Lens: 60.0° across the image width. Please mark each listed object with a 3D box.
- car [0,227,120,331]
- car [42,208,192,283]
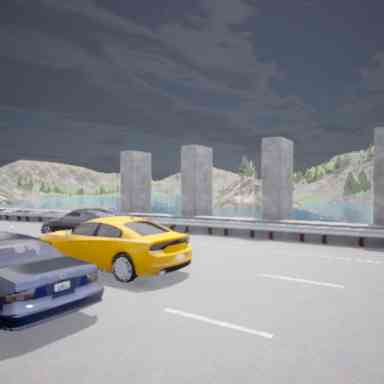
[{"bbox_3d":[-4.146,1.535,6.656,5.357,1.411,2.033,0,0,34],"label":"car"},{"bbox_3d":[-2.366,1.455,9.646,5.008,1.535,1.882,0,0,33],"label":"car"}]
